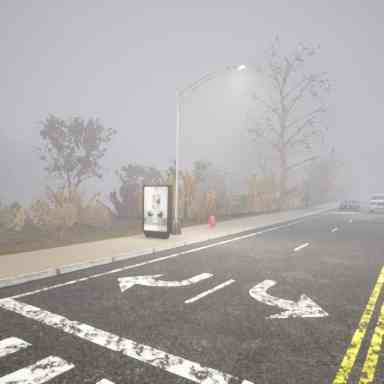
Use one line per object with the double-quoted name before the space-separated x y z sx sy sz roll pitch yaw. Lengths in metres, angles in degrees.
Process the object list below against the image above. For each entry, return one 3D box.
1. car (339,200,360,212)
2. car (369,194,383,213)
"car" 18.795 1.602 39.607 1.994 1.385 4.181 0 0 31
"car" 21.577 1.263 37.926 2.150 2.045 5.566 0 0 31
